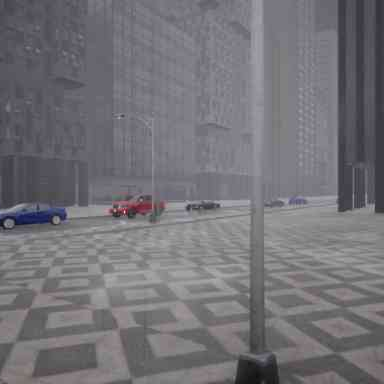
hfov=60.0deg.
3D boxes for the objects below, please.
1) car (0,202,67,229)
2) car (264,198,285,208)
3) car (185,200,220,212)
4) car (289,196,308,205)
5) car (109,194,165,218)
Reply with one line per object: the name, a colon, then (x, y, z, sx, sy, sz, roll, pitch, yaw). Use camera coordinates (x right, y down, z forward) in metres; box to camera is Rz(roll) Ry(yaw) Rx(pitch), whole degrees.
car: (-10.694, 1.459, 21.696, 1.882, 1.535, 5.008, 0, 0, 36)
car: (11.163, 1.485, 46.177, 2.033, 1.411, 5.357, 0, 0, 36)
car: (1.230, 1.555, 38.002, 1.895, 1.301, 4.718, 0, 0, 36)
car: (17.656, 1.401, 55.065, 1.882, 1.535, 5.008, 0, 0, 36)
car: (-4.761, 1.189, 29.814, 2.150, 2.045, 5.566, 0, 0, 36)
